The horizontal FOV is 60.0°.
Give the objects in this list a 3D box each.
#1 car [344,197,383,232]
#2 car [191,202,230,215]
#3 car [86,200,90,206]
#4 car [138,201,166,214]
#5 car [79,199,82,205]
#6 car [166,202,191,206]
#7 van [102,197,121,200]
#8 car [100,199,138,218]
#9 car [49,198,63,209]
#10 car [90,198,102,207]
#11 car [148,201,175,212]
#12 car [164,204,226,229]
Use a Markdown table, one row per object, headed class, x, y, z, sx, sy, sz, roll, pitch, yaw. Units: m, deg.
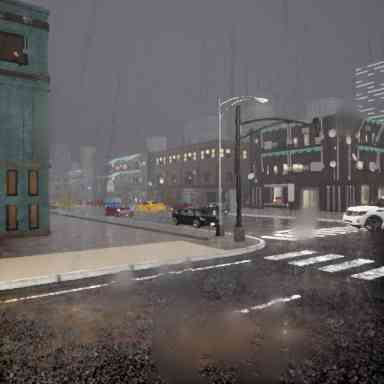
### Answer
| class | x | y | z | sx | sy | sz | roll | pitch | yaw |
| --- | --- | --- | --- | --- | --- | --- | --- | --- | --- |
| car | 12.203 | 1.238 | 19.989 | 5.566 | 2.045 | 2.150 | 0 | 1 | 3 |
| car | 2.235 | 1.810 | 35.847 | 2.008 | 1.369 | 4.403 | -2 | 0 | -35 |
| car | -20.152 | 2.228 | 67.471 | 1.887 | 1.381 | 4.507 | -1 | 0 | -35 |
| car | -5.212 | 1.867 | 41.892 | 1.882 | 1.535 | 5.008 | -1 | 0 | -35 |
| car | -26.548 | 2.364 | 76.507 | 1.947 | 1.339 | 4.313 | -1 | 0 | -35 |
| car | -0.962 | 1.904 | 40.366 | 1.802 | 1.307 | 4.206 | -2 | 0 | -35 |
| van | -13.760 | 1.907 | 58.435 | 1.690 | 1.788 | 3.998 | -1 | 0 | -35 |
| car | -7.804 | 1.846 | 35.521 | 1.967 | 1.590 | 4.097 | -1 | 0 | -35 |
| car | -23.694 | 2.233 | 57.971 | 1.752 | 1.417 | 4.829 | -1 | 0 | -35 |
| car | -16.959 | 1.940 | 62.953 | 2.192 | 1.841 | 5.009 | -1 | 0 | -35 |
| car | -4.160 | 1.966 | 44.883 | 1.802 | 1.307 | 4.206 | -1 | 0 | -35 |
| car | 0.118 | 1.814 | 24.125 | 1.947 | 1.339 | 4.313 | -1 | 0 | -35 |
